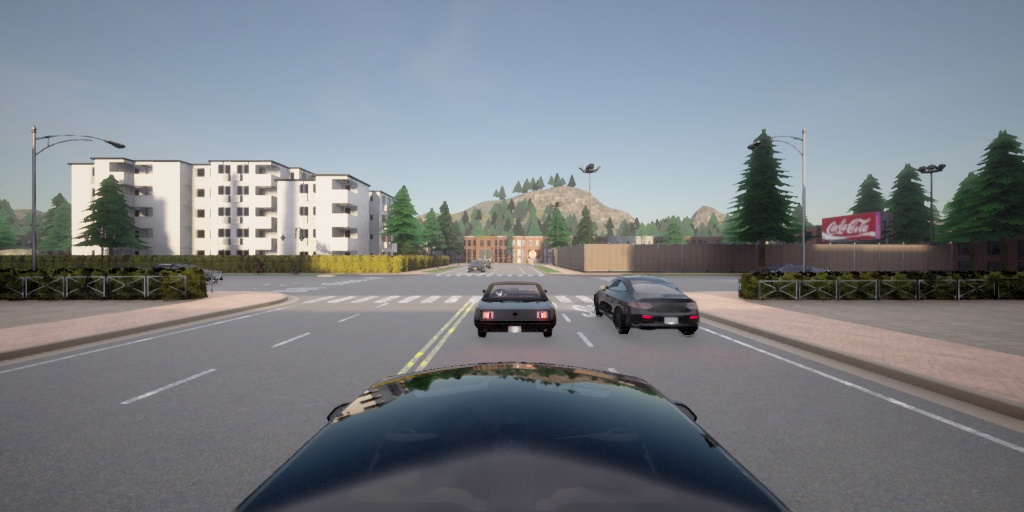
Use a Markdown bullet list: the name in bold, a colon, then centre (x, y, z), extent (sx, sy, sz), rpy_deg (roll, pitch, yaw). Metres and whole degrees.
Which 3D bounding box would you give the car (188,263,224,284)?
- **car**: centre (-22.854, 1.241, 24.916), extent (4.902, 1.511, 2.128), rpy_deg (0, 0, 0)

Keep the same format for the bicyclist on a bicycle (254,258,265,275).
- **bicyclist on a bicycle**: centre (-25.273, 1.050, 35.896), extent (0.582, 1.620, 1.656), rpy_deg (0, 0, 0)

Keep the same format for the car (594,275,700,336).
- **car**: centre (3.627, 1.276, 10.312), extent (1.812, 1.442, 4.674), rpy_deg (0, 0, 2)

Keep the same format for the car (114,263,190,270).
- **car**: centre (-22.387, 1.314, 21.417), extent (4.181, 1.385, 1.994), rpy_deg (0, 0, 0)

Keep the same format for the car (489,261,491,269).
- **car**: centre (-4.221, 1.223, 55.144), extent (2.128, 1.511, 4.902), rpy_deg (0, 0, 0)

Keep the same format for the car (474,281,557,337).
- **car**: centre (0.079, 1.351, 10.231), extent (1.895, 1.301, 4.718), rpy_deg (0, 0, 0)

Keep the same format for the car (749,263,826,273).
- **car**: centre (21.827, 1.297, 28.457), extent (5.357, 1.411, 2.033), rpy_deg (0, 0, 0)

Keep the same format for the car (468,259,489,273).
- **car**: centre (-4.227, 1.238, 43.403), extent (1.837, 1.490, 4.892), rpy_deg (0, 0, 0)
